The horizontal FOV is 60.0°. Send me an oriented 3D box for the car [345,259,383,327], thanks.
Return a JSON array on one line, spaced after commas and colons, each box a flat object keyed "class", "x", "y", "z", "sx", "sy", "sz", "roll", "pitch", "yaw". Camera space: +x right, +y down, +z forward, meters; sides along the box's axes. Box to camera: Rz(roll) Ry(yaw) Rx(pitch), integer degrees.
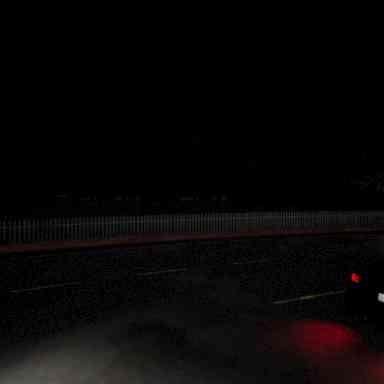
[{"class": "car", "x": 4.746, "y": 1.564, "z": 5.745, "sx": 4.181, "sy": 1.385, "sz": 1.994, "roll": 0, "pitch": 0, "yaw": -24}]
